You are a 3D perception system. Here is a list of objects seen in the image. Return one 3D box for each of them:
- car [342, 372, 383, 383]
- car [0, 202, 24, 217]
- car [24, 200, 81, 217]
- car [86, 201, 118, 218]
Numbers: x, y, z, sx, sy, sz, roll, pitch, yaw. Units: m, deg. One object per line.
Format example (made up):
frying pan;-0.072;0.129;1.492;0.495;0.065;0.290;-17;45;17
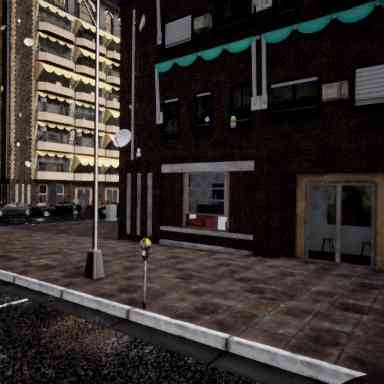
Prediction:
car;2.655;1.551;1.120;4.403;1.369;2.008;0;1;36
car;-17.466;1.624;32.144;2.008;1.369;4.403;1;0;36
car;-13.500;1.620;33.147;1.882;1.535;5.008;1;1;36
car;-7.443;1.824;31.616;1.947;1.339;4.313;1;0;36
